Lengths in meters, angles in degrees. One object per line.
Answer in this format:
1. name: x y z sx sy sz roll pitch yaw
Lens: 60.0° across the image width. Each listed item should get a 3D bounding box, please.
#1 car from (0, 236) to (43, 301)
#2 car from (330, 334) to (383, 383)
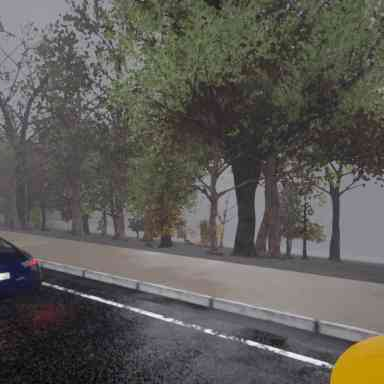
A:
1. car: -5.204 1.562 7.407 4.181 1.385 1.994 0 0 36
2. car: 3.228 1.478 1.381 5.008 1.535 1.882 0 0 36
